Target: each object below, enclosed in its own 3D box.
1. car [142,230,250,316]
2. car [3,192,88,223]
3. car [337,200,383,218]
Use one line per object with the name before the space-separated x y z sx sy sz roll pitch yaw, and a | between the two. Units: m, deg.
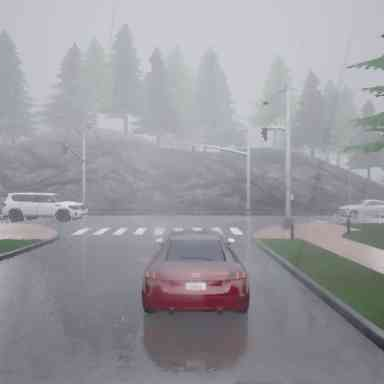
car | 0.078 1.563 7.625 1.994 1.385 4.181 0 0 0
car | -10.194 1.054 23.232 5.566 2.045 2.150 0 0 4
car | 14.352 1.359 27.158 4.674 1.442 1.812 0 0 0
